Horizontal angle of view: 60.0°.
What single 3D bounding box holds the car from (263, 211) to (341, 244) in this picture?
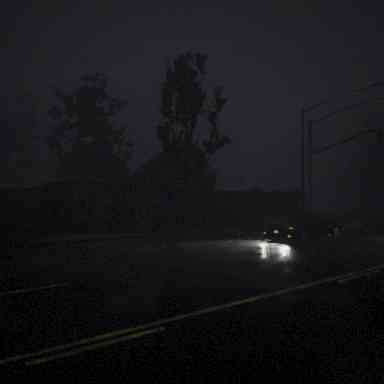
[{"bbox_3d":[5.505,1.656,16.476,4.181,1.385,1.994,0,0,-35],"label":"car"}]
